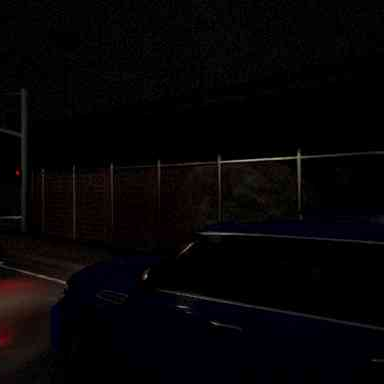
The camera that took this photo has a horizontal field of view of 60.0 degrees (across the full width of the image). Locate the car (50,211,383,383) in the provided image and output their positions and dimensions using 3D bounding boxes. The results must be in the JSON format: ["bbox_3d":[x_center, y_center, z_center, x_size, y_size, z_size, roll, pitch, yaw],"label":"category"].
[{"bbox_3d":[0.935,1.221,3.323,5.566,2.045,2.150,0,0,35],"label":"car"}]

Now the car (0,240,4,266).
[{"bbox_3d":[-7.080,1.492,9.039,4.902,1.511,2.128,0,0,33],"label":"car"}]

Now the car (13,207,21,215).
[{"bbox_3d":[-14.845,1.603,33.263,2.033,1.411,5.357,0,0,35],"label":"car"}]
